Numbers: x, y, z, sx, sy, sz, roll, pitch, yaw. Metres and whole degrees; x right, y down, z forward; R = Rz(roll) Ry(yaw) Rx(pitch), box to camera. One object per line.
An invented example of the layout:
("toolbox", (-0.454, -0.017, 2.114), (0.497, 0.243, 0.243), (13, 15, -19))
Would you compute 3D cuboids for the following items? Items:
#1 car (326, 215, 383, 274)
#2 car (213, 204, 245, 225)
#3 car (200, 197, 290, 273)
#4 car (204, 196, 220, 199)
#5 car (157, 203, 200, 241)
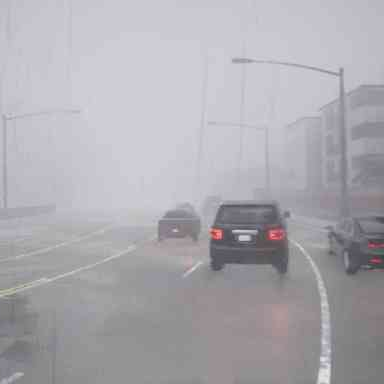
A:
("car", (5.409, 1.471, 10.250), (1.837, 1.490, 4.892), (-1, 0, 13))
("car", (2.862, 1.732, 26.667), (1.895, 1.301, 4.718), (-1, 0, -1))
("car", (2.035, 1.262, 11.074), (2.150, 2.045, 5.566), (-1, 0, 15))
("car", (2.314, 1.447, 38.593), (2.150, 2.045, 5.566), (-1, 0, -3))
("car", (-0.577, 1.613, 17.586), (1.882, 1.535, 5.008), (-1, 0, 4))
